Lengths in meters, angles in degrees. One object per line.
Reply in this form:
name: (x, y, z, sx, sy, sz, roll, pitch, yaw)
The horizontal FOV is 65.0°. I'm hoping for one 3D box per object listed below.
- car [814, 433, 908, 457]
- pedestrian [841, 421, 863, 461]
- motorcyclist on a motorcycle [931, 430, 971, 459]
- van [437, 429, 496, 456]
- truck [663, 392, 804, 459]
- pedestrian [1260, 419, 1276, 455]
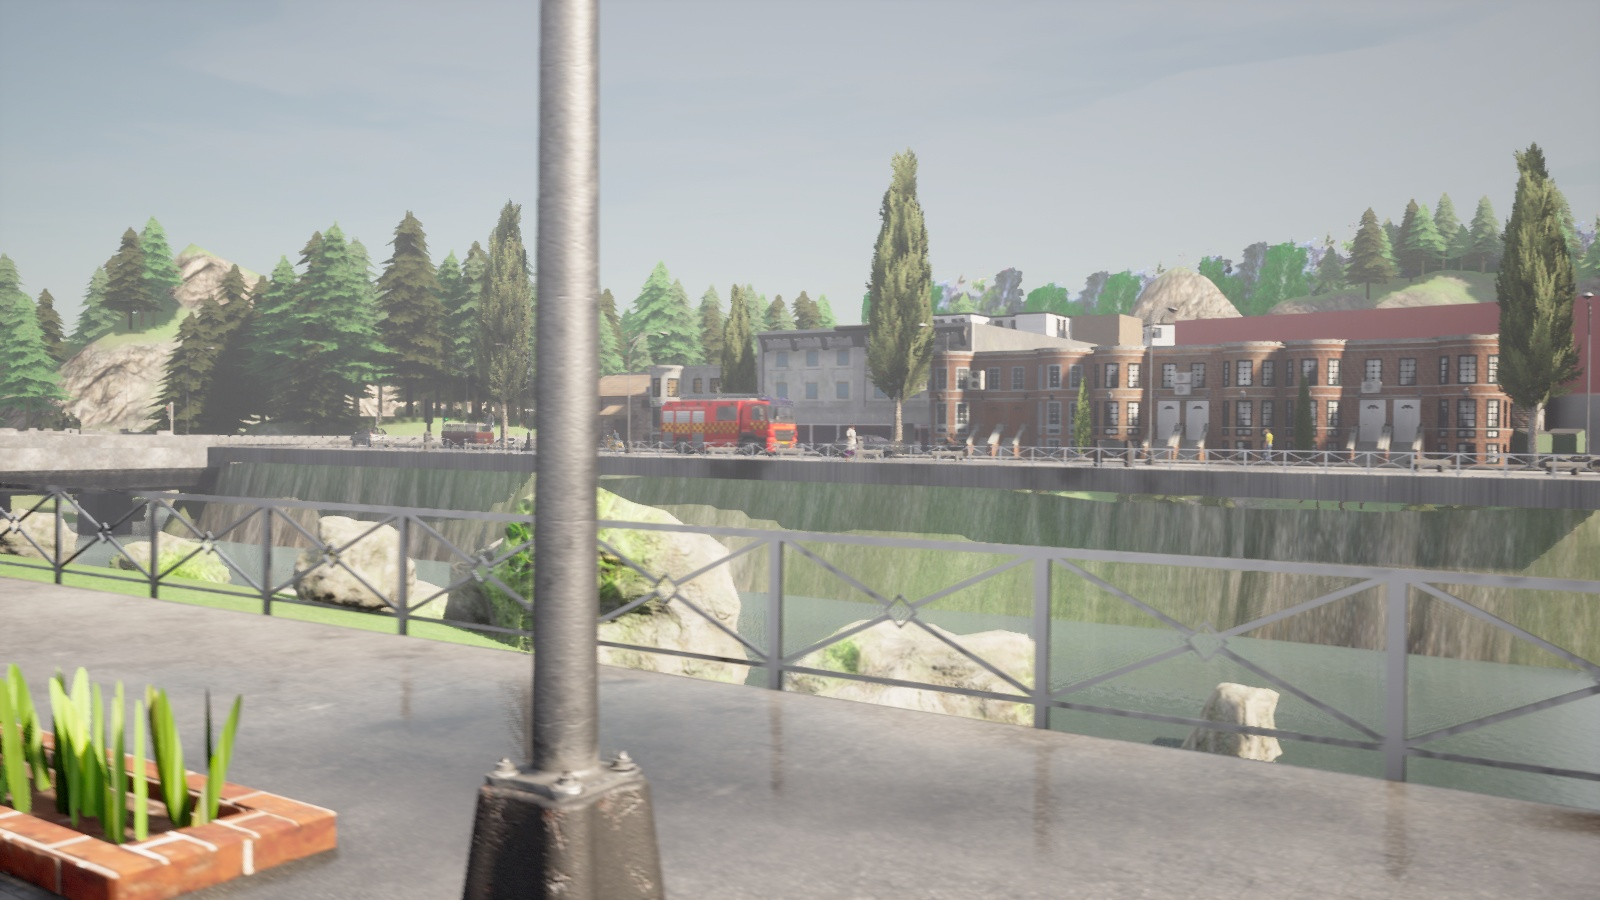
car: (3.638, -0.289, 75.827, 5.357, 1.411, 2.033, 0, 1, 34)
pedestrian: (2.588, -0.432, 62.240, 0.873, 1.952, 0.659, 0, 1, 45)
motorcyclist on a motorcycle: (8.171, -0.289, 68.017, 2.044, 1.523, 0.797, 0, 1, 34)
van: (-25.225, -0.584, 94.985, 4.442, 1.987, 1.775, 0, 1, 34)
truck: (-4.111, -1.435, 76.149, 8.468, 3.827, 2.891, 0, 1, 34)
pedestrian: (24.339, -0.670, 65.281, 0.354, 1.836, 0.706, -1, 1, -42)
